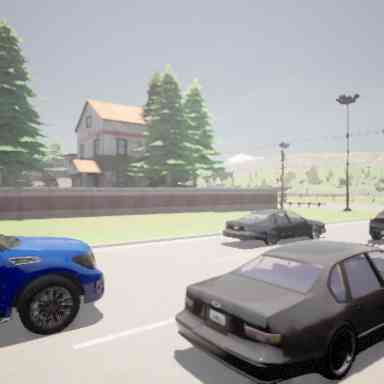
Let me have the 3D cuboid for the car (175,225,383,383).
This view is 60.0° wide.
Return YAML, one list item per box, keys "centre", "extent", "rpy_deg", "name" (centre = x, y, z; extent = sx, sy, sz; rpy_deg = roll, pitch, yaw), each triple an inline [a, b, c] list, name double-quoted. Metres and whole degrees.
- centre: [2.339, 1.531, 5.435]
  extent: [5.357, 1.411, 2.033]
  rpy_deg: [0, 0, -36]
  name: "car"

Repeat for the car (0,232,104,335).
- centre: [-4.232, 1.224, 5.048]
  extent: [5.566, 2.045, 2.150]
  rpy_deg: [0, 0, -35]
  name: "car"

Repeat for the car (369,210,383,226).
- centre: [9.979, 1.449, 15.224]
  extent: [4.892, 1.490, 1.837]
  rpy_deg: [0, 0, -36]
  name: "car"

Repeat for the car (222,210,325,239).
- centre: [3.859, 1.509, 15.138]
  extent: [5.357, 1.411, 2.033]
  rpy_deg: [0, 0, -36]
  name: "car"
